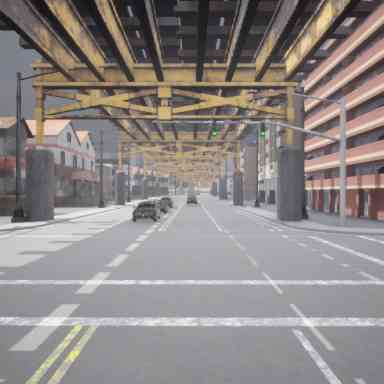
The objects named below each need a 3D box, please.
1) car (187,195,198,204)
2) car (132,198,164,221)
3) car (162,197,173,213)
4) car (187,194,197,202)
[{"bbox_3d":[0.034,1.537,59.754,1.895,1.301,4.718,0,0,0],"label":"car"},{"bbox_3d":[-3.627,1.513,27.055,1.837,1.490,4.892,0,0,0],"label":"car"},{"bbox_3d":[-3.636,1.559,36.907,2.033,1.411,5.357,0,0,0],"label":"car"},{"bbox_3d":[0.009,1.321,69.716,1.882,1.535,5.008,0,1,0],"label":"car"}]
